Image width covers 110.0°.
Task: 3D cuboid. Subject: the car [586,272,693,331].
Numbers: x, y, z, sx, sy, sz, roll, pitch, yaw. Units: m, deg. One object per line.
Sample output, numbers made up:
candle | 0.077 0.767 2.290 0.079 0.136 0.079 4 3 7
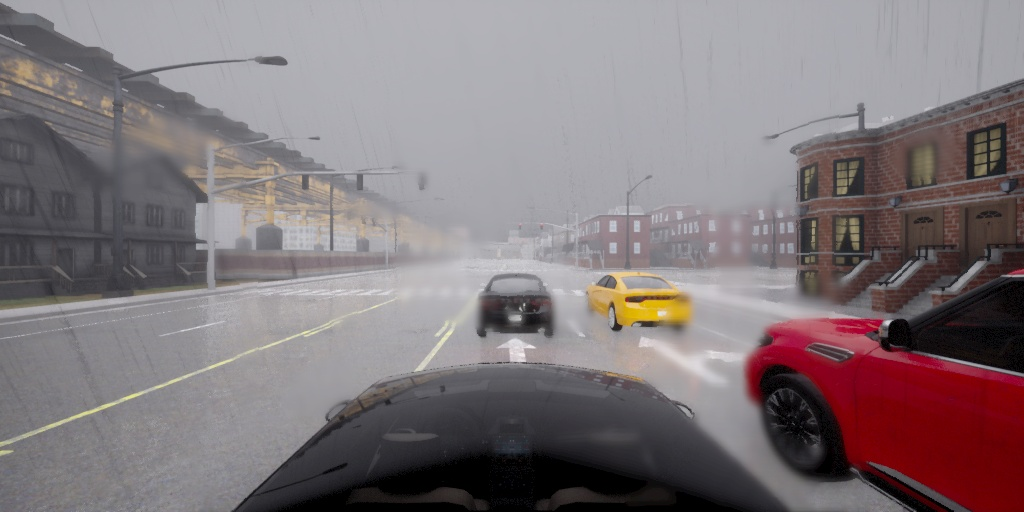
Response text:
car | 3.612 1.228 11.049 1.882 1.535 5.008 0 0 0

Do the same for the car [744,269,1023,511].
car | 3.598 0.971 1.524 2.150 2.045 5.566 0 0 0

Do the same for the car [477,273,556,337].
car | 0.109 1.228 10.347 1.882 1.535 5.008 0 0 0
